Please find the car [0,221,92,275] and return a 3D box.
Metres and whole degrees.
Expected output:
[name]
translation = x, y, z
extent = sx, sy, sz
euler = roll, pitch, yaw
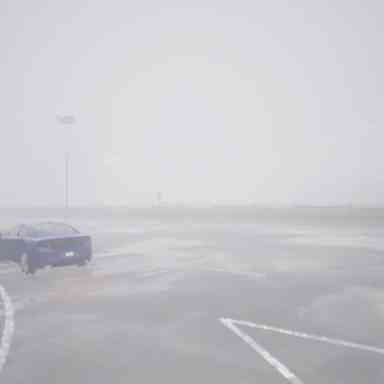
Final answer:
[car]
translation = -5.349, 1.752, 11.689
extent = 1.882, 1.535, 5.008
euler = 1, -2, -43
